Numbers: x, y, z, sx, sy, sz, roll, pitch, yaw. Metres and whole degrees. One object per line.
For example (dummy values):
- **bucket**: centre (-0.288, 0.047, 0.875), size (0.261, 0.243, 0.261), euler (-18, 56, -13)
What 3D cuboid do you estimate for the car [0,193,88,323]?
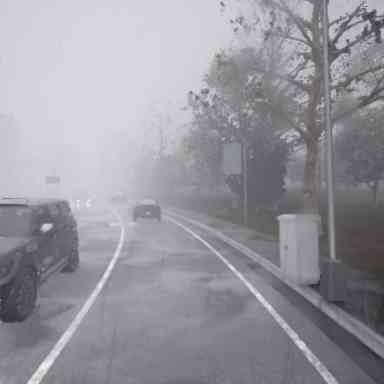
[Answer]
- **car**: centre (-4.091, 1.180, 7.389), size (2.150, 2.045, 5.566), euler (0, 1, -6)

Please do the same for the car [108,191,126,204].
- **car**: centre (-9.166, 0.639, 41.029), size (1.812, 1.442, 4.674), euler (1, 2, -21)

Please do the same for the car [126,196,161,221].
- **car**: centre (-3.457, 1.172, 24.054), size (1.882, 1.535, 5.008), euler (1, 1, -15)

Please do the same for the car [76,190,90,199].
- **car**: centre (-15.804, 0.318, 48.197), size (1.895, 1.301, 4.718), euler (1, 2, -21)
